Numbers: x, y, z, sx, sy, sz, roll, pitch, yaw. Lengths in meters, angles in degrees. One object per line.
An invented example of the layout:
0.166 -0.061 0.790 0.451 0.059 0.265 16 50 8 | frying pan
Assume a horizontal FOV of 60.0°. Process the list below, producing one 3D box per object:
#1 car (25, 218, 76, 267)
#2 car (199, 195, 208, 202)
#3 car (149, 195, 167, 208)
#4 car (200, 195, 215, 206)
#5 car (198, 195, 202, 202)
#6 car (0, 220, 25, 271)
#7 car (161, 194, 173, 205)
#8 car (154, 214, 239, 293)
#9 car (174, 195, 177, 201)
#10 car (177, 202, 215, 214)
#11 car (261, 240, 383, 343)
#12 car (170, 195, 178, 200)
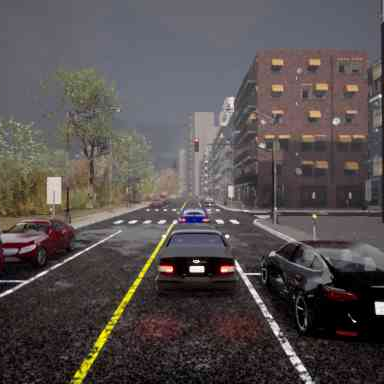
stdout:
-5.299 1.585 11.357 1.802 1.307 4.206 1 0 0 | car
2.629 1.492 78.686 1.967 1.590 4.097 1 0 0 | car
-5.272 1.567 49.472 1.887 1.381 4.507 1 0 0 | car
2.608 1.574 50.270 2.008 1.369 4.403 1 0 0 | car
2.620 1.621 67.319 1.802 1.307 4.206 1 0 0 | car
-5.301 1.316 5.702 2.192 1.841 5.009 1 0 0 | car
-5.262 1.347 60.824 2.192 1.841 5.009 1 0 0 | car
0.106 1.550 8.984 2.033 1.411 5.357 0 0 0 | car
-5.249 1.609 83.528 2.008 1.369 4.403 1 0 0 | car
0.121 1.530 18.574 1.812 1.442 4.674 0 0 0 | car
2.578 1.567 6.453 1.947 1.339 4.313 1 0 0 | car
-5.241 1.626 94.881 2.008 1.369 4.403 1 0 0 | car
